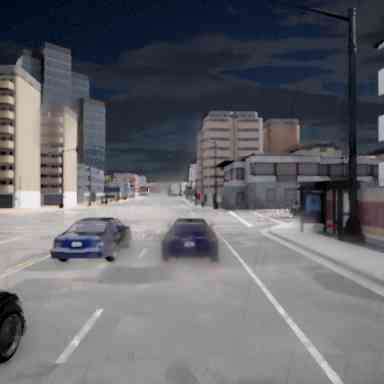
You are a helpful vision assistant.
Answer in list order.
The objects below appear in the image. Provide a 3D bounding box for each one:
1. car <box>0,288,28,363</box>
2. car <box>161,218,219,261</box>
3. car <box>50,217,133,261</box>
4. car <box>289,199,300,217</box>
[{"bbox_3d":[-3.451,1.592,3.283,1.994,1.385,4.181,0,0,0],"label":"car"},{"bbox_3d":[-0.057,1.661,12.672,1.994,1.385,4.181,0,0,0],"label":"car"},{"bbox_3d":[-3.536,1.646,12.602,2.033,1.411,5.357,0,0,-1],"label":"car"},{"bbox_3d":[11.229,1.361,29.947,4.553,1.767,2.097,-1,0,-4],"label":"car"}]
